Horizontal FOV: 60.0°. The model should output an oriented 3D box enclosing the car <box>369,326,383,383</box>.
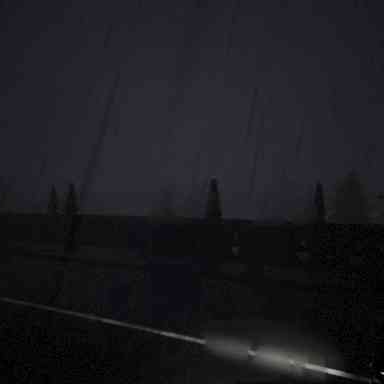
[{"bbox_3d":[4.035,1.600,2.386,4.892,1.490,1.837,0,-2,30],"label":"car"}]
